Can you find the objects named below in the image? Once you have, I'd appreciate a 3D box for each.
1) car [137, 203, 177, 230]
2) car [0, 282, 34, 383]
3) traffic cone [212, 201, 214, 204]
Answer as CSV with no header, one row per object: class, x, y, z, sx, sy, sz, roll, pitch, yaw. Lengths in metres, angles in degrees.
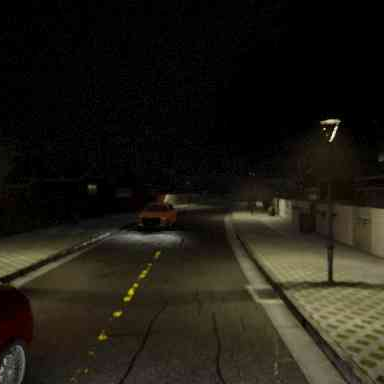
car,-2.094,1.434,20.935,1.882,1.535,5.008,0,0,5
car,-2.798,1.521,2.222,1.812,1.442,4.674,0,0,1
traffic cone,3.898,1.826,60.901,0.340,0.580,0.340,0,0,16
